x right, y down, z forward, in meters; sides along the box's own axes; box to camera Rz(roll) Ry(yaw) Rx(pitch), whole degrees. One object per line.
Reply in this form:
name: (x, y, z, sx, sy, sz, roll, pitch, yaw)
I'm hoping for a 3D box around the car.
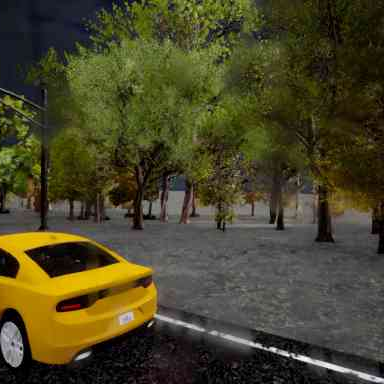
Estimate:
car: (-2.864, 1.444, 5.726, 5.008, 1.535, 1.882, 1, 0, 35)
